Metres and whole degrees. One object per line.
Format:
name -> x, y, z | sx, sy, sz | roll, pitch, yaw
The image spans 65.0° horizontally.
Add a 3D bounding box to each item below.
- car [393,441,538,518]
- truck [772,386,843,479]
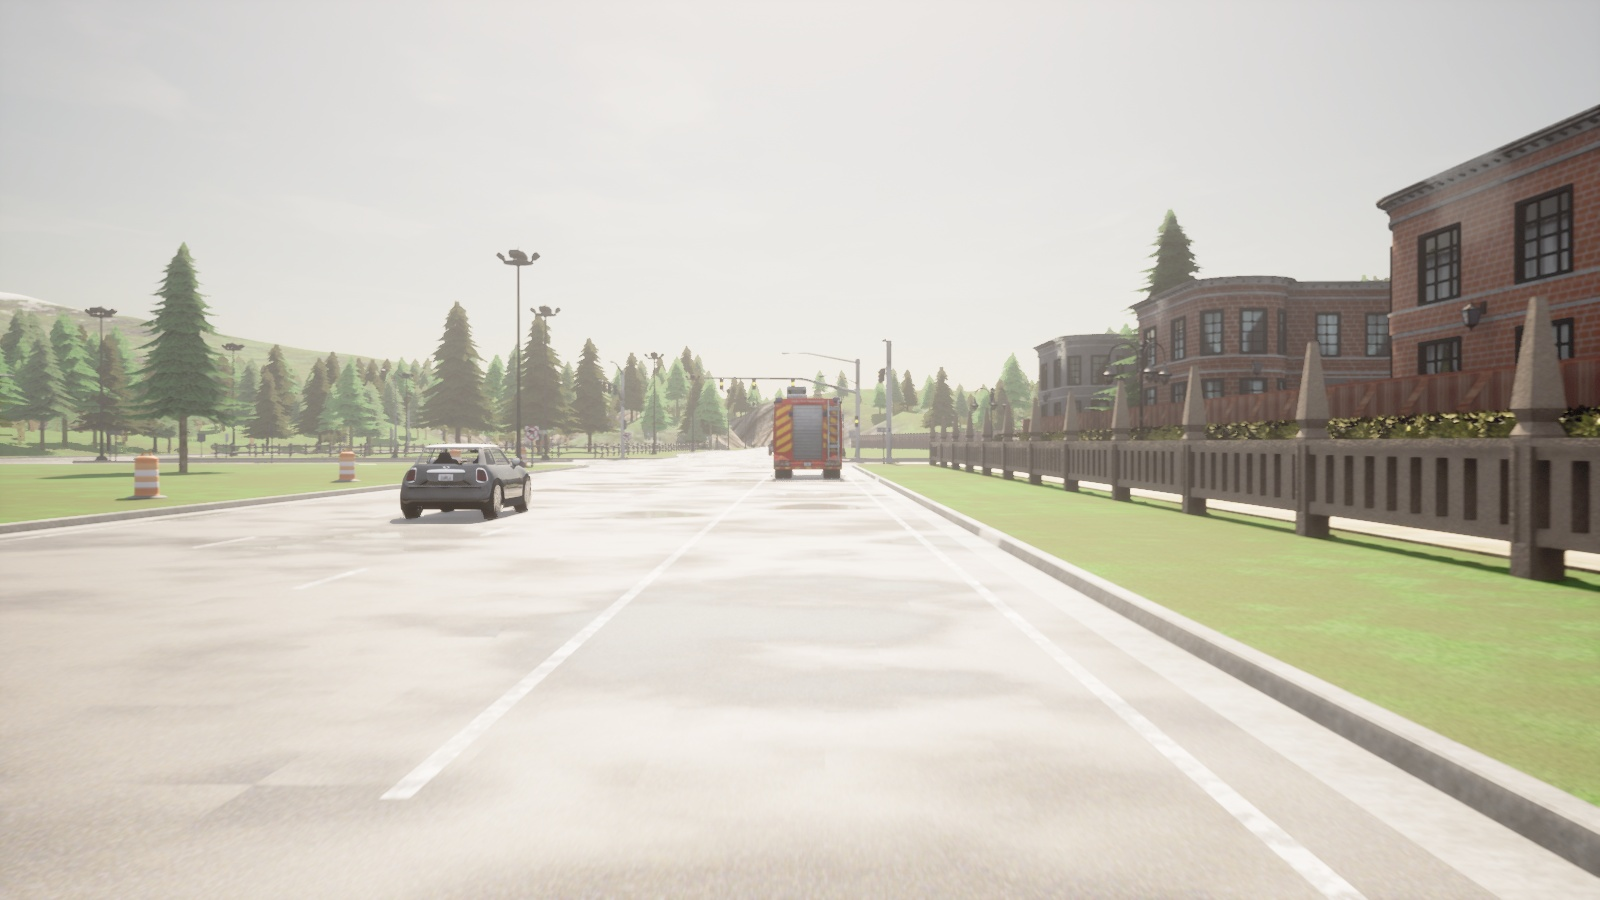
car -> -6.837, 0.554, 26.054 | 1.970, 1.475, 3.806 | 0, 0, 0
truck -> 0.333, -0.743, 55.703 | 2.891, 3.827, 8.468 | 0, 0, 0
